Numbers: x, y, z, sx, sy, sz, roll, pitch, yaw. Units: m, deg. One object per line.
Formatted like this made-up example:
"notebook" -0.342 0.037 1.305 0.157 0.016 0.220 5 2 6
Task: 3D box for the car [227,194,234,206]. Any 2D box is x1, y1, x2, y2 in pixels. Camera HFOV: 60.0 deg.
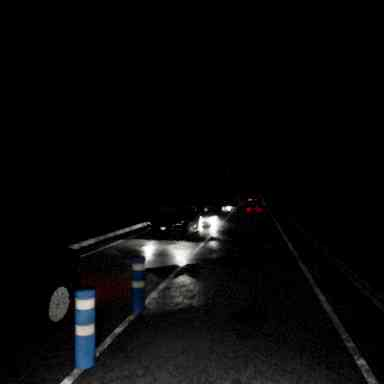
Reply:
"car" 4.584 1.002 44.700 2.128 1.511 4.902 1 0 11

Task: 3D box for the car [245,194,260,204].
"car" 9.189 1.008 50.158 2.128 1.511 4.902 1 0 11

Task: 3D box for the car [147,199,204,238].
"car" -0.817 1.337 16.953 1.837 1.490 4.892 1 0 11

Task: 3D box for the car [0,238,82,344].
"car" -3.420 1.413 4.298 1.882 1.535 5.008 1 0 13

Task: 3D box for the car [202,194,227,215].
"car" 1.612 1.140 29.605 2.128 1.511 4.902 1 1 11

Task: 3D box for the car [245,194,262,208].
"car" 7.354 1.054 40.013 2.128 1.511 4.902 1 1 11
